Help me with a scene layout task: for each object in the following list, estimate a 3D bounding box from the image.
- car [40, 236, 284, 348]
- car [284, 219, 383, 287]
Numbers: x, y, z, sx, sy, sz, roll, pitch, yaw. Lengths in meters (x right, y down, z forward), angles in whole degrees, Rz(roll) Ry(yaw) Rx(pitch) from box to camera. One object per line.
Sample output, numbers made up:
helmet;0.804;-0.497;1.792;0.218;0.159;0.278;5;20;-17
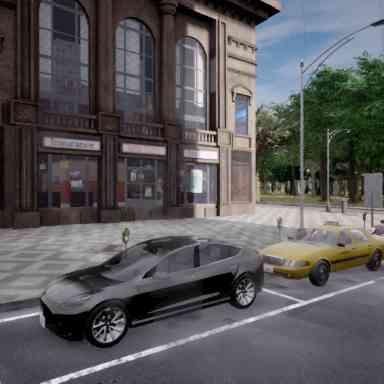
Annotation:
car;-0.494;1.566;6.301;4.313;1.339;1.947;0;0;-36
car;3.793;1.526;9.363;4.829;1.417;1.752;0;0;-36
